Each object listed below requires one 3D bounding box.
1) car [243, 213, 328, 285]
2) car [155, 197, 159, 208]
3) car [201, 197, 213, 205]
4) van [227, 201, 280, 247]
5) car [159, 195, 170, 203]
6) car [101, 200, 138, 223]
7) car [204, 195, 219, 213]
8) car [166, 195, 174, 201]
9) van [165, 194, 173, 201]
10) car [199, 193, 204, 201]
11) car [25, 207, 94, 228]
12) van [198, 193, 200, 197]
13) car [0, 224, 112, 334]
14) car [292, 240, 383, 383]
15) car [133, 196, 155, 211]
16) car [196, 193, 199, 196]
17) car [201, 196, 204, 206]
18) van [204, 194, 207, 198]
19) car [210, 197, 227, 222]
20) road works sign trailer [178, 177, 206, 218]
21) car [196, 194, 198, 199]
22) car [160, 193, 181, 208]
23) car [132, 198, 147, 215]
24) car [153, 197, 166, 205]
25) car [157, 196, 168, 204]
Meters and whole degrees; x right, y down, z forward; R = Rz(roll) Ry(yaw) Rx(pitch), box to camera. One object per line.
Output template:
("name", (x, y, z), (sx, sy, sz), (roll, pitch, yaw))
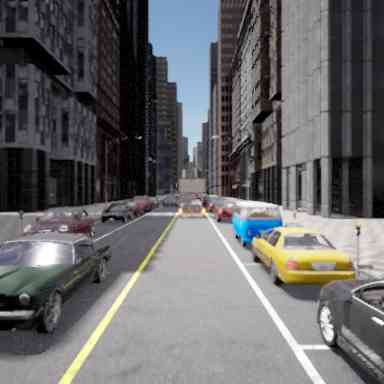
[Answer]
("car", (2.761, 1.529, 9.310), (1.752, 1.417, 4.829), (0, 0, 0))
("car", (-5.778, 1.593, 42.947), (1.947, 1.339, 4.313), (0, 0, 0))
("car", (2.740, 1.606, 59.870), (1.947, 1.339, 4.313), (0, 0, 0))
("van", (2.759, 1.348, 14.776), (1.690, 1.788, 3.998), (0, 0, 0))
("car", (-5.790, 1.489, 71.128), (1.967, 1.590, 4.097), (0, 0, 0))
("car", (-5.771, 1.581, 26.037), (1.947, 1.339, 4.313), (0, 0, 0))
("car", (2.749, 1.463, 37.323), (1.967, 1.590, 4.097), (0, 0, 0))
("car", (-5.797, 1.588, 87.867), (1.752, 1.417, 4.829), (0, 0, 0))
("van", (-5.794, 1.399, 82.401), (1.690, 1.788, 3.998), (0, 0, 0))
("car", (2.743, 1.351, 54.234), (2.192, 1.841, 5.009), (0, 0, 0))
("car", (-5.766, 1.447, 14.766), (1.967, 1.590, 4.097), (0, 0, 0))
("van", (2.736, 1.390, 71.144), (1.690, 1.788, 3.998), (0, 0, 0))
("car", (-3.104, 1.603, 6.864), (1.895, 1.301, 4.718), (0, 0, 0))
("car", (2.763, 1.552, 3.504), (2.008, 1.369, 4.403), (0, 0, 0))
("car", (-5.775, 1.338, 37.310), (2.192, 1.841, 5.009), (0, 0, 0))
("car", (2.725, 1.612, 93.690), (1.887, 1.381, 4.507), (0, 0, 0))
("car", (2.744, 1.576, 48.596), (1.887, 1.381, 4.507), (0, 0, 0))
("van", (2.747, 1.369, 42.960), (1.690, 1.788, 3.998), (0, 0, 0))
("car", (2.754, 1.455, 26.049), (1.967, 1.590, 4.097), (0, 0, 0))
("road works sign trailer", (0.003, 0.482, 29.412), (2.380, 3.560, 2.880), (0, 0, 0))
("car", (2.730, 1.624, 82.417), (1.947, 1.339, 4.313), (0, 0, 0))
("car", (-3.100, 1.384, 48.785), (2.097, 1.767, 4.553), (0, 0, 0))
("car", (-5.774, 1.564, 31.674), (1.887, 1.381, 4.507), (0, 0, 0))
("car", (-5.785, 1.591, 59.856), (2.008, 1.369, 4.403), (0, 0, 0))
("car", (-5.788, 1.570, 65.322), (1.752, 1.417, 4.829), (0, 0, 0))
